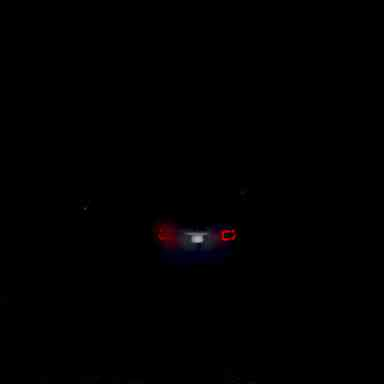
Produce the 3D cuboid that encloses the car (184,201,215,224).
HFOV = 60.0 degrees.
[{"bbox_3d":[0.679,1.518,26.160,1.882,1.535,5.008,0,0,7],"label":"car"}]

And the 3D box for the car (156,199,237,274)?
[{"bbox_3d":[0.091,1.239,10.755,2.150,2.045,5.566,0,0,-1],"label":"car"}]

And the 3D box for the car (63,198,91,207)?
[{"bbox_3d":[-18.679,1.648,54.059,1.994,1.385,4.181,0,0,25],"label":"car"}]

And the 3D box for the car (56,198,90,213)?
[{"bbox_3d":[-13.385,1.549,37.401,4.902,1.511,2.128,0,0,40],"label":"car"}]
